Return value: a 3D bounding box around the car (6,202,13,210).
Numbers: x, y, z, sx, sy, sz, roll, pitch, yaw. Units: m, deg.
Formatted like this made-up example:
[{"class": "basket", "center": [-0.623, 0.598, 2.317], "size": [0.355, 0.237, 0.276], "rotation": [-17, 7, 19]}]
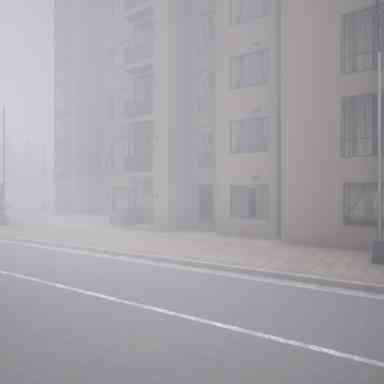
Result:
[{"class": "car", "center": [-22.949, 1.436, 37.622], "size": [2.128, 1.511, 4.902], "rotation": [0, 0, 34]}]
